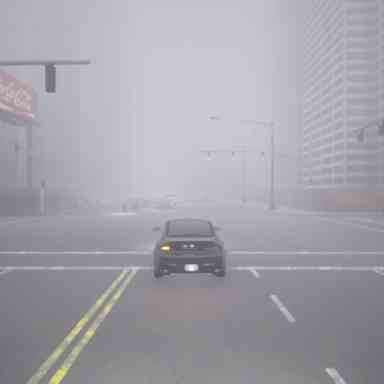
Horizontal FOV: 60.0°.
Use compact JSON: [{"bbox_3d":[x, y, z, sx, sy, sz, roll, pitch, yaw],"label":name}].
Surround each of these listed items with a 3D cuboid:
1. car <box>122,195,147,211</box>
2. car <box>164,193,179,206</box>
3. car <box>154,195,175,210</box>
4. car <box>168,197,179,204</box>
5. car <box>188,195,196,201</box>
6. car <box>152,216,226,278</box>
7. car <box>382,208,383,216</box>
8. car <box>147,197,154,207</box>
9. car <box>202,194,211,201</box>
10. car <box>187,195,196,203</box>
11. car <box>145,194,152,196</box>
[{"bbox_3d":[-7.123,1.484,40.110,2.128,1.511,4.902,0,0,0],"label":"car"},{"bbox_3d":[-3.590,1.211,53.645,2.150,2.045,5.566,0,0,0],"label":"car"},{"bbox_3d":[-3.601,1.517,44.066,1.812,1.442,4.674,0,0,0],"label":"car"},{"bbox_3d":[-3.532,1.588,63.690,1.895,1.301,4.718,0,0,0],"label":"car"},{"bbox_3d":[-0.041,1.508,81.009,1.812,1.442,4.674,0,0,0],"label":"car"},{"bbox_3d":[-0.136,1.503,10.106,1.837,1.490,4.892,0,0,-3],"label":"car"},{"bbox_3d":[18.661,1.471,27.885,5.008,1.535,1.882,0,0,0],"label":"car"},{"bbox_3d":[-7.107,1.591,49.375,1.895,1.301,4.718,0,0,0],"label":"car"},{"bbox_3d":[3.459,1.339,81.022,2.097,1.767,4.553,0,0,0],"label":"car"},{"bbox_3d":[-0.036,1.581,70.796,1.895,1.301,4.718,0,0,0],"label":"car"},{"bbox_3d":[-7.051,1.552,59.424,1.994,1.385,4.181,0,0,1],"label":"car"}]
